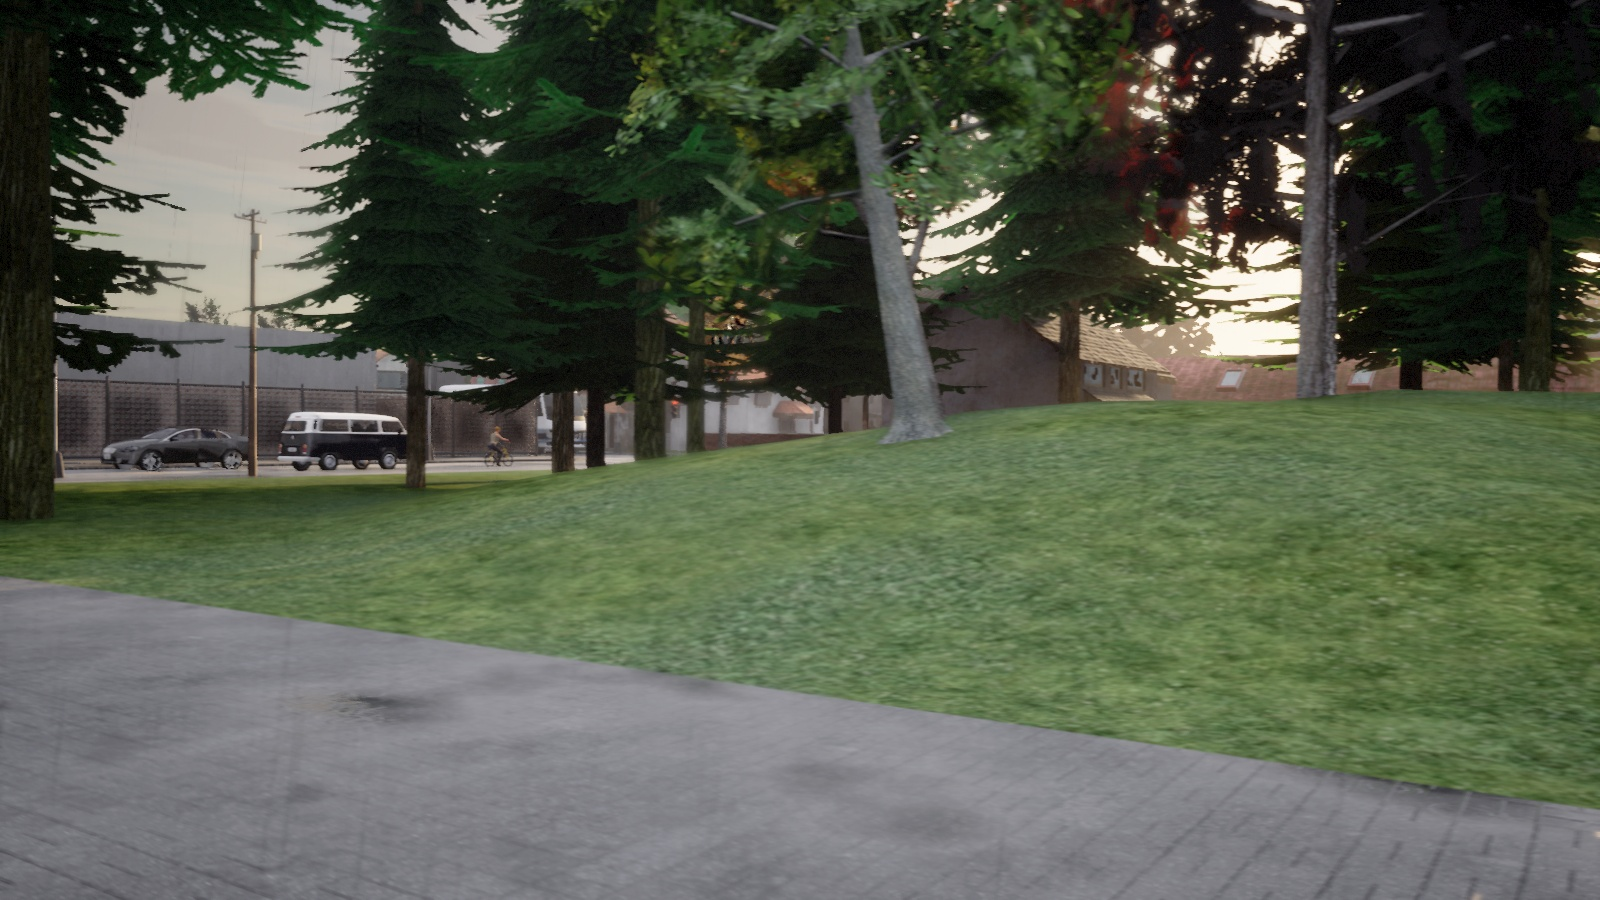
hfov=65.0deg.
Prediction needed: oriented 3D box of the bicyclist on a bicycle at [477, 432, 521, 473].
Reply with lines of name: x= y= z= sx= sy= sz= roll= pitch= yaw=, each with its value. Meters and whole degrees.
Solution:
bicyclist on a bicycle: x=-11.962 y=0.094 z=49.991 sx=0.866 sy=1.612 sz=1.509 roll=0 pitch=1 yaw=33

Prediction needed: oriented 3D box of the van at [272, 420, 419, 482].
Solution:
van: x=-15.890 y=-0.003 z=44.090 sx=2.069 sy=2.038 sz=4.480 roll=0 pitch=1 yaw=34

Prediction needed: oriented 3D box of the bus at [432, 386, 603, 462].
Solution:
bus: x=-16.930 y=-1.513 z=74.847 sx=10.273 sy=4.253 sz=3.944 roll=0 pitch=1 yaw=34

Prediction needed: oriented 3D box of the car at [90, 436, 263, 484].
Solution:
car: x=-21.325 y=0.292 z=43.132 sx=2.128 sy=1.511 sz=4.902 roll=0 pitch=1 yaw=34
